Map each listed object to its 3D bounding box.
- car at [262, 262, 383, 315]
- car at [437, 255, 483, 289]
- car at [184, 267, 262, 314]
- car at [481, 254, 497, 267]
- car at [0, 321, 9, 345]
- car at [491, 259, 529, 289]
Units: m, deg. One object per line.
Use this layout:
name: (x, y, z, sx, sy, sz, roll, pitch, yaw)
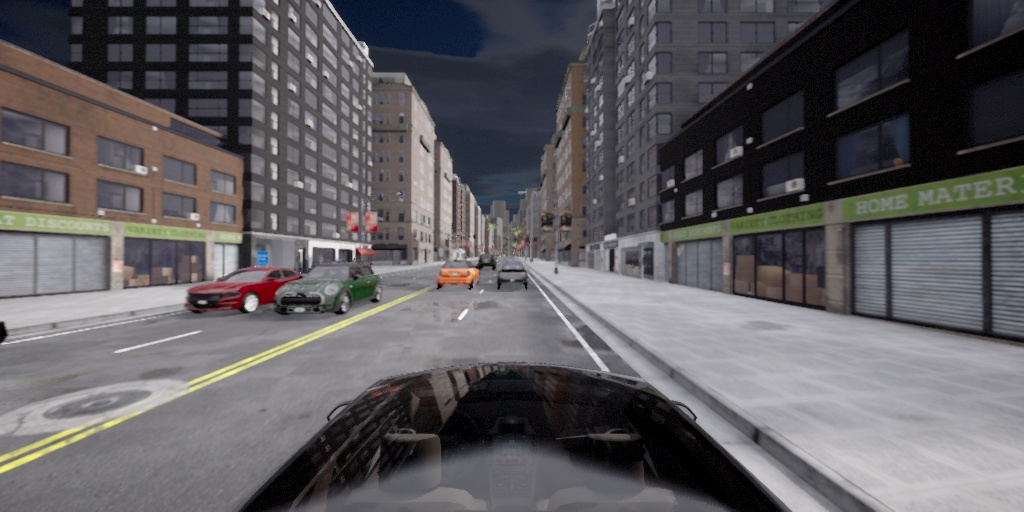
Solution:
car: (-6.504, 1.052, 13.223, 2.097, 1.767, 4.553, 0, 0, 0)
car: (-3.197, 1.008, 22.173, 2.097, 1.767, 4.553, 0, 0, 0)
car: (-9.754, 1.175, 13.786, 1.882, 1.535, 5.008, 0, 0, 0)
car: (-3.168, 0.730, 47.031, 2.150, 2.045, 5.566, 0, 0, 0)
car: (-9.767, 1.341, 3.988, 1.895, 1.301, 4.718, 0, 0, 0)
car: (0.050, 1.147, 22.446, 2.128, 1.511, 4.902, 0, 0, 0)
